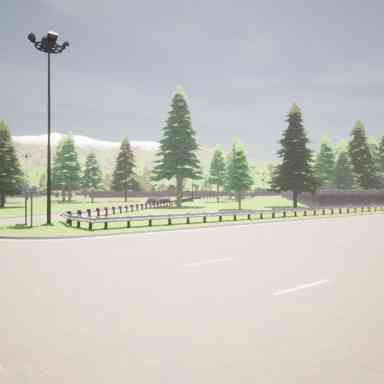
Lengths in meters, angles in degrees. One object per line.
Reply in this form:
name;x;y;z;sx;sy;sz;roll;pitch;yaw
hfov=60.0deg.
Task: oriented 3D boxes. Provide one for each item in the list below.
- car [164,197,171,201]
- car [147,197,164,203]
car;-5.664;1.597;69.798;1.895;1.301;4.718;0;0;5
car;-6.740;1.523;58.697;1.812;1.442;4.674;0;0;6
